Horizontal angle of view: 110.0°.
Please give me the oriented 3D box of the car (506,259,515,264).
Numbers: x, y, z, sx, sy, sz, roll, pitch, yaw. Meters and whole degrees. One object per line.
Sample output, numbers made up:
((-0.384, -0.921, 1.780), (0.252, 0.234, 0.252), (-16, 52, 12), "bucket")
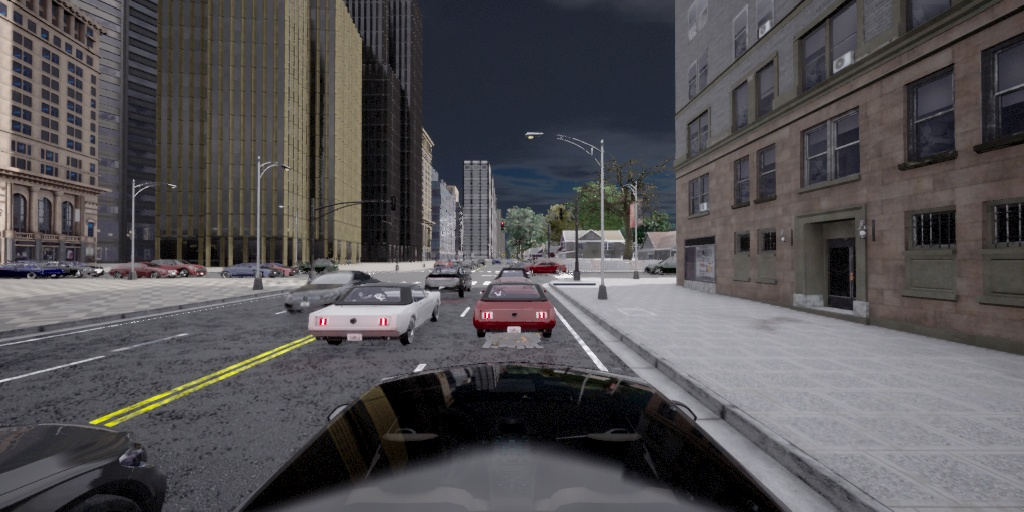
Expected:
((1.377, 1.363, 44.629), (1.994, 1.385, 4.181), (-2, 2, -41), "car")

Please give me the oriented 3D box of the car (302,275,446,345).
((-3.181, 1.352, 9.462), (1.895, 1.301, 4.718), (0, 0, 0), "car")

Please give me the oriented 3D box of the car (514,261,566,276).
((3.134, 1.240, 37.178), (5.008, 1.535, 1.882), (0, -1, -12), "car")

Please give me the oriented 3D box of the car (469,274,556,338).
((0.052, 1.351, 10.183), (1.895, 1.301, 4.718), (0, 0, 0), "car")

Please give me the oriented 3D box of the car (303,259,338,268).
((-22.307, 1.160, 40.963), (4.553, 1.767, 2.097), (0, -1, -3), "car")

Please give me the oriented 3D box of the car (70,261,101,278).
((-40.587, 1.229, 32.886), (4.902, 1.511, 2.128), (0, -1, -6), "car")

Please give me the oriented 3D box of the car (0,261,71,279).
((-40.383, 1.305, 29.649), (4.718, 1.301, 1.895), (0, -1, -6), "car")

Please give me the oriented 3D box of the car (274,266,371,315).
((-6.549, 1.277, 13.736), (1.812, 1.442, 4.674), (0, 0, 1), "car")

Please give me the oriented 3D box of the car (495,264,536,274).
((0.038, 1.316, 18.940), (1.994, 1.385, 4.181), (0, 0, 0), "car")

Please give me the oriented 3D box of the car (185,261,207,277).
((-31.516, 1.092, 33.683), (4.553, 1.767, 2.097), (0, -1, -5), "car")

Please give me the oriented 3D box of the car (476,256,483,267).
((-6.779, 1.258, 64.586), (1.837, 1.490, 4.892), (0, 0, 0), "car")

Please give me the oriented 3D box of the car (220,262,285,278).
((-22.543, 1.271, 30.983), (4.181, 1.385, 1.994), (0, -1, -3), "car")

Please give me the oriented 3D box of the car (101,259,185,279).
((-31.216, 1.233, 30.449), (4.674, 1.442, 1.812), (0, -1, -4), "car")

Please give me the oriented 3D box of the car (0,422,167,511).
((-3.141, 1.275, 0.319), (1.812, 1.442, 4.674), (0, 0, 0), "car")

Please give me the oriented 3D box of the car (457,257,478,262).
((-6.771, 1.258, 54.447), (1.837, 1.490, 4.892), (0, 0, 0), "car")

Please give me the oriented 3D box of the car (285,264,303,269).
((-22.832, 1.304, 34.224), (4.181, 1.385, 1.994), (0, -1, -3), "car")

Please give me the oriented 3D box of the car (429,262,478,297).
((-3.209, 1.243, 18.715), (2.128, 1.511, 4.902), (0, 0, 0), "car")

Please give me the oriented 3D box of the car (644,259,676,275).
((16.474, 1.124, 37.978), (4.553, 1.767, 2.097), (0, -1, 0), "car")

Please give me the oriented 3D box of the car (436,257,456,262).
((-10.020, 1.105, 52.619), (2.097, 1.767, 4.553), (0, 0, 0), "car")
